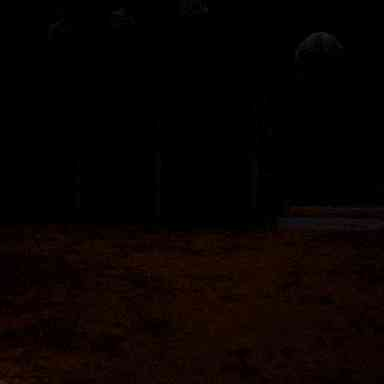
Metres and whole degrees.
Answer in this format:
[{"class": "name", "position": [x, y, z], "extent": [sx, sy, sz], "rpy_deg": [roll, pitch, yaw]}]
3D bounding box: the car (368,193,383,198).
[{"class": "car", "position": [43.235, 1.080, 77.490], "extent": [3.988, 1.617, 1.851], "rpy_deg": [0, 0, 19]}]
